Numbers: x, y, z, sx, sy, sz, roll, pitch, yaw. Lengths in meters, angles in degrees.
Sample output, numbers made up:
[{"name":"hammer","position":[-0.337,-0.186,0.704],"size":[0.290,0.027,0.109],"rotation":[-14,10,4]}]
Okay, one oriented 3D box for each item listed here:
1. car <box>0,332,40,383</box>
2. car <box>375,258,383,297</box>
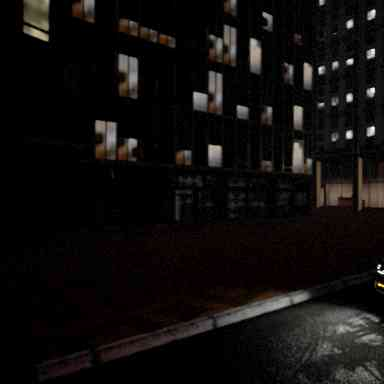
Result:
[{"name":"car","position":[-2.991,1.496,0.930],"size":[4.902,1.511,2.128],"rotation":[0,0,-36]},{"name":"car","position":[5.896,1.498,7.292],"size":[4.892,1.490,1.837],"rotation":[0,0,-36]}]
